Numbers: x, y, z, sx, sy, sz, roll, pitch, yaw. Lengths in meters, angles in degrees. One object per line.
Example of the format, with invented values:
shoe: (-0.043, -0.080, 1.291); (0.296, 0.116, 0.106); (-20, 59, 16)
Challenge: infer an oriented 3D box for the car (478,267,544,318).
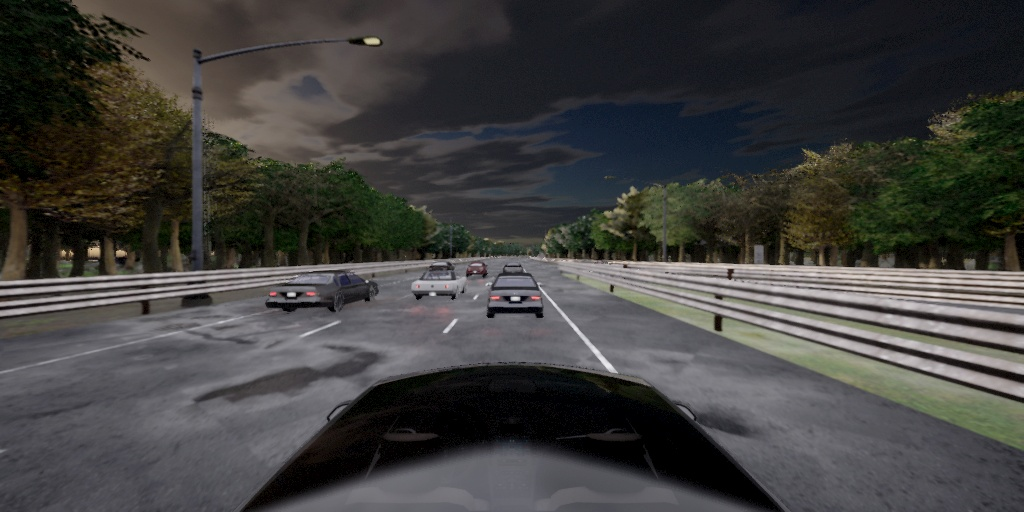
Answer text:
car: (0.101, 1.298, 13.018); (2.033, 1.411, 5.357); (0, 0, 0)

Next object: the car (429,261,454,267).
car: (-6.897, 1.233, 35.696); (1.882, 1.535, 5.008); (0, 0, 0)

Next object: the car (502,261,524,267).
car: (0.103, 1.247, 33.946); (2.128, 1.511, 4.902); (0, 0, 0)

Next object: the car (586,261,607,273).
car: (10.916, 1.360, 45.382); (1.812, 1.442, 4.674); (0, 0, -12)

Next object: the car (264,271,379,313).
car: (-6.901, 1.262, 13.733); (2.033, 1.411, 5.357); (0, 0, 0)

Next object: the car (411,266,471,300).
car: (-3.401, 1.353, 17.643); (1.895, 1.301, 4.718); (0, 0, 0)

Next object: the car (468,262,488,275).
car: (-3.397, 1.281, 35.312); (1.812, 1.442, 4.674); (0, 0, 0)
